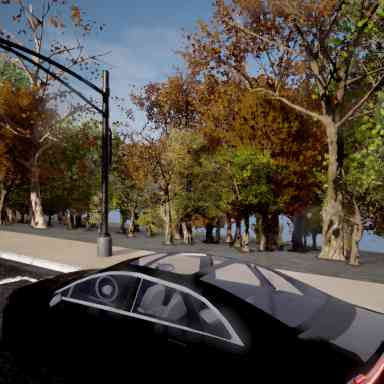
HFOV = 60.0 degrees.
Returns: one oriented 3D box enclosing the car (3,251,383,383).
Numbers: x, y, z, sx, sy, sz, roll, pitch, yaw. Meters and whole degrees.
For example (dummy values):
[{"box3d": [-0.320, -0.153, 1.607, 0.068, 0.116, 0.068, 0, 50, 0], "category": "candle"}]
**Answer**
[{"box3d": [-0.382, 1.491, 3.963, 4.902, 1.511, 2.128, 0, 0, 36], "category": "car"}]
